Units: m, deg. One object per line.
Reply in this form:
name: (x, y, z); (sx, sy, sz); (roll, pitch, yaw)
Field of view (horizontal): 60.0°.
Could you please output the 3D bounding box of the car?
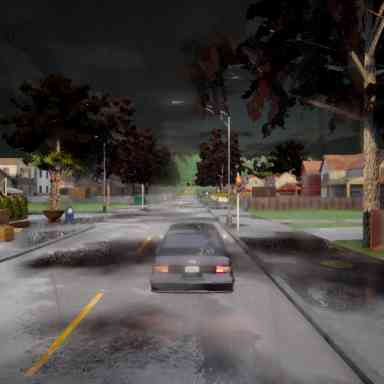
car: (0.017, 1.547, 8.962); (2.033, 1.411, 5.357); (0, 0, 0)
